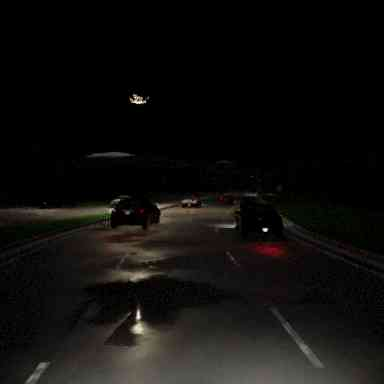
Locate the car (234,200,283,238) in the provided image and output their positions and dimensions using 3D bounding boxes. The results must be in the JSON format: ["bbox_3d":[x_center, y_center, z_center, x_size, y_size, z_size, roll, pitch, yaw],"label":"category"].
[{"bbox_3d":[3.312,1.359,16.894,1.837,1.490,4.892,0,0,3],"label":"car"}]

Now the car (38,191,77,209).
[{"bbox_3d":[-15.761,0.878,39.442,2.150,2.045,5.566,0,0,11],"label":"car"}]

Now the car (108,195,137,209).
[{"bbox_3d":[-8.394,1.175,40.729,1.812,1.442,4.674,0,0,10],"label":"car"}]

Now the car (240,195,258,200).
[{"bbox_3d":[6.659,1.143,39.066,1.882,1.535,5.008,0,0,10],"label":"car"}]

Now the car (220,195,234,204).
[{"bbox_3d":[5.543,1.106,53.275,1.994,1.385,4.181,0,1,10],"label":"car"}]

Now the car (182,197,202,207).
[{"bbox_3d":[0.082,1.237,42.075,1.895,1.301,4.718,0,0,10],"label":"car"}]

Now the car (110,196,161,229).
[{"bbox_3d":[-3.313,1.174,20.408,2.097,1.767,4.553,0,0,6],"label":"car"}]
